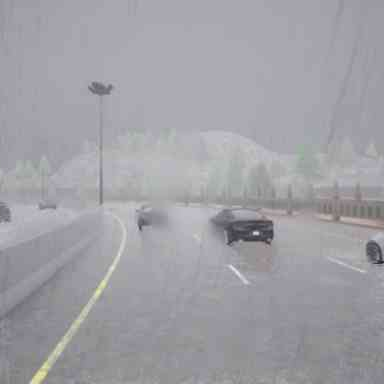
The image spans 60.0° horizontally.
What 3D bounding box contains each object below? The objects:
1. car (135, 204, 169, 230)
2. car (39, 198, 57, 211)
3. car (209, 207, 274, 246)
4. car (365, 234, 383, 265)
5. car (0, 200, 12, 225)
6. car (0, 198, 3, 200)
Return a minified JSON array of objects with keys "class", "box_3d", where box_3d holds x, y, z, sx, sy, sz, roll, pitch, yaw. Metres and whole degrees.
[{"class":"car","box_3d":[-2.586,1.517,21.143,1.812,1.442,4.674,0,0,-13]},{"class":"car","box_3d":[-19.022,1.627,43.905,1.837,1.490,4.892,0,0,-30]},{"class":"car","box_3d":[2.112,1.448,15.369,1.882,1.535,5.008,0,0,-9]},{"class":"car","box_3d":[6.502,1.484,8.556,1.812,1.442,4.674,0,0,-5]},{"class":"car","box_3d":[-14.277,1.554,23.667,2.128,1.511,4.902,0,0,-17]},{"class":"car","box_3d":[-35.144,1.854,60.142,2.033,1.411,5.357,-1,0,-44]}]
